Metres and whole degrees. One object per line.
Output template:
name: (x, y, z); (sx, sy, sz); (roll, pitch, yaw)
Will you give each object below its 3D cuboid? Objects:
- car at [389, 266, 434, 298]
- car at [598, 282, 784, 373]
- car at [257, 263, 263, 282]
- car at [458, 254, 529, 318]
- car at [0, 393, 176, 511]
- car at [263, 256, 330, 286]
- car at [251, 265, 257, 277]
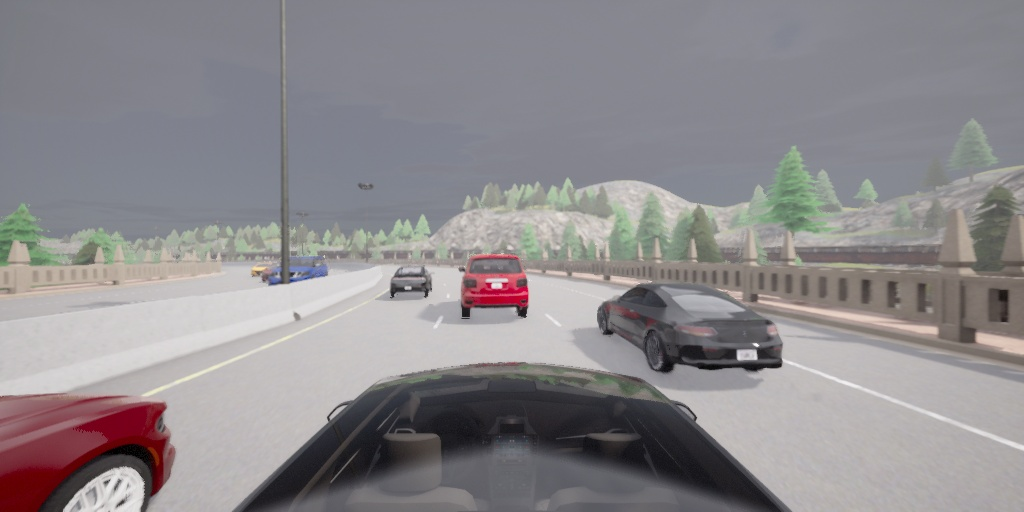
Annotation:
car: (-5.197, 1.260, 18.872); (2.128, 1.511, 4.902); (0, 0, -10)
car: (3.241, 1.256, 7.455); (1.812, 1.442, 4.674); (0, 0, -3)
car: (-19.079, 1.350, 29.774); (1.882, 1.535, 5.008); (0, 0, -20)
car: (-0.764, 0.966, 13.204); (2.150, 2.045, 5.566); (0, 0, -7)
car: (-3.535, 1.244, 0.663); (1.882, 1.535, 5.008); (0, 0, 0)
car: (-13.383, 1.042, 22.925); (2.150, 2.045, 5.566); (0, 0, -14)
car: (-26.536, 1.436, 38.571); (1.882, 1.535, 5.008); (0, 0, -27)
